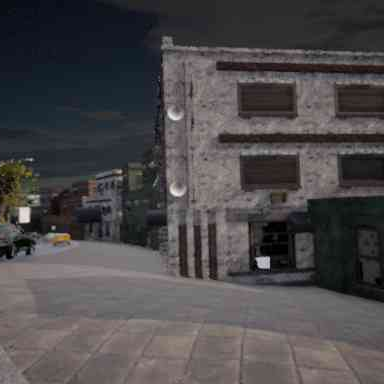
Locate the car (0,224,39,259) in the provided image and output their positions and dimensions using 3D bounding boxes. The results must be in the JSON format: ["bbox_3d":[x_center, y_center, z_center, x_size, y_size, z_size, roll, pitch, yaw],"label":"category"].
[{"bbox_3d":[-11.787,3.126,21.005,2.150,2.045,5.566,-1,-7,-9],"label":"car"}]

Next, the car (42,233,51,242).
[{"bbox_3d":[-24.408,7.789,57.295,1.812,1.442,4.674,0,-5,-34],"label":"car"}]

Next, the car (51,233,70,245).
[{"bbox_3d":[-17.411,6.188,44.327,1.882,1.535,5.008,-1,-7,-22],"label":"car"}]
